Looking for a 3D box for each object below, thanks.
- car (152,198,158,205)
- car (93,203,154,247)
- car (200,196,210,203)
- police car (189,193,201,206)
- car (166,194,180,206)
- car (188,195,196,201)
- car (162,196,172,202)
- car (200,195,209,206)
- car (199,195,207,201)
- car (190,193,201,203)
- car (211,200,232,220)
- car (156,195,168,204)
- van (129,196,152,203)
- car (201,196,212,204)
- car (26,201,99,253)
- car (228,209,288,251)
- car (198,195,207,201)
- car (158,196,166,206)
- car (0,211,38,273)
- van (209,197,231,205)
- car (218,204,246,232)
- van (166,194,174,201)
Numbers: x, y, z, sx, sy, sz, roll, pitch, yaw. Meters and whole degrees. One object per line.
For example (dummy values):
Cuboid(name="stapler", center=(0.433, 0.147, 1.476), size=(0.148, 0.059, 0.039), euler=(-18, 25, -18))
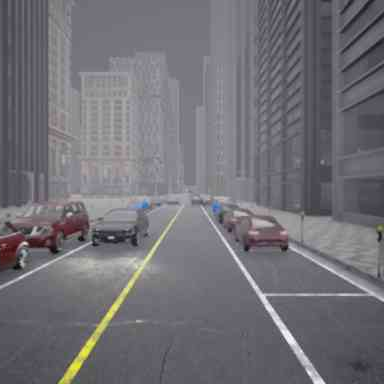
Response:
Cuboid(name="car", center=(-5.771, 1.552, 41.964), size=(1.887, 1.381, 4.507), euler=(0, 0, 0))
Cuboid(name="car", center=(-3.102, 1.481, 15.246), size=(1.882, 1.535, 5.008), euler=(0, 0, 0))
Cuboid(name="car", center=(2.752, 1.572, 70.170), size=(1.947, 1.339, 4.313), euler=(0, 0, 0))
Cuboid(name="police car", center=(0.881, 1.435, 55.094), size=(1.930, 1.638, 5.238), euler=(0, 0, 0))
Cuboid(name="car", center=(-3.071, 1.486, 55.405), size=(1.882, 1.535, 5.008), euler=(0, 0, 0))
Cuboid(name="car", center=(-0.010, 1.464, 88.541), size=(1.837, 1.490, 4.892), euler=(0, 0, 0))
Cuboid(name="car", center=(-5.774, 1.569, 75.809), size=(1.947, 1.339, 4.313), euler=(0, 0, 0))
Cuboid(name="car", center=(2.754, 1.553, 53.249), size=(1.887, 1.381, 4.507), euler=(0, 0, 0))
Cuboid(name="car", center=(2.751, 1.526, 81.622), size=(1.752, 1.417, 4.829), euler=(0, 0, 0))
Cuboid(name="car", center=(0.668, 1.229, 71.014), size=(2.150, 2.045, 5.566), euler=(0, 0, 0))
Cuboid(name="car", center=(2.756, 1.571, 25.045), size=(1.947, 1.339, 4.313), euler=(0, 0, 0))
Cuboid(name="car", center=(-5.773, 1.448, 64.527), size=(1.967, 1.590, 4.097), euler=(0, 0, 0))
Cuboid(name="van", center=(-5.771, 1.348, 36.323), size=(1.690, 1.788, 3.998), euler=(0, 0, 0))
Cuboid(name="car", center=(2.753, 1.558, 64.530), size=(2.008, 1.369, 4.403), euler=(0, 0, 0))
Cuboid(name="car", center=(-5.769, 1.318, 13.759), size=(2.192, 1.841, 5.009), euler=(0, 0, 0))
Cuboid(name="car", center=(2.758, 1.585, 13.764), size=(1.802, 1.307, 4.206), euler=(0, 0, 0))
Cuboid(name="car", center=(2.751, 1.548, 87.093), size=(2.008, 1.369, 4.403), euler=(0, 0, 0))
Cuboid(name="car", center=(-5.772, 1.574, 53.245), size=(1.947, 1.339, 4.313), euler=(0, 0, 0))
Cuboid(name="car", center=(-5.768, 1.442, 8.118), size=(1.967, 1.590, 4.097), euler=(0, 0, 0))
Cuboid(name="van", center=(2.755, 1.347, 30.686), size=(1.690, 1.788, 3.998), euler=(0, 0, 0))
Cuboid(name="car", center=(2.757, 1.586, 19.405), size=(1.802, 1.307, 4.206), euler=(0, 0, 0))
Cuboid(name="van", center=(-5.775, 1.338, 87.091), size=(1.690, 1.788, 3.998), euler=(0, 0, 0))
